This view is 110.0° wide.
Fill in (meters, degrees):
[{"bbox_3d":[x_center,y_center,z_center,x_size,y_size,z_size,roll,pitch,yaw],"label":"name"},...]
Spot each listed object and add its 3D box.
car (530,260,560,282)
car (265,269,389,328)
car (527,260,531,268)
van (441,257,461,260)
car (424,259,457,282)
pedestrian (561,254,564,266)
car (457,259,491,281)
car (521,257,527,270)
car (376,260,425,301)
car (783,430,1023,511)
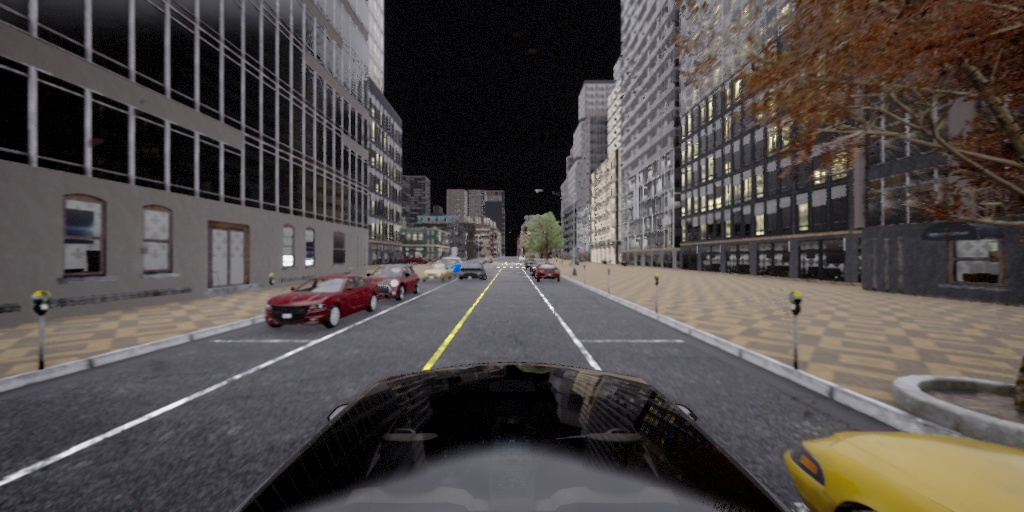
[{"bbox_3d":[2.681,1.219,27.937,1.888,1.381,4.507,0,0,0],"label":"car"},{"bbox_3d":[-5.693,1.267,11.316,1.888,1.381,4.507,0,0,0],"label":"car"},{"bbox_3d":[2.679,1.097,33.476,1.967,1.591,4.097,0,0,0],"label":"car"},{"bbox_3d":[-5.701,0.998,33.473,1.690,1.789,3.998,0,0,0],"label":"van"},{"bbox_3d":[-5.699,1.199,27.763,1.751,1.417,4.829,0,0,0],"label":"car"},{"bbox_3d":[8.115,0.632,57.665,0.375,1.860,0.375,0,0,0],"label":"pedestrian"},{"bbox_3d":[-3.111,1.217,29.081,2.033,1.411,5.357,0,0,0],"label":"car"},{"bbox_3d":[2.673,1.175,50.094,1.948,1.339,4.313,0,0,0],"label":"car"},{"bbox_3d":[-5.695,1.145,16.855,1.967,1.591,4.097,0,0,0],"label":"car"},{"bbox_3d":[2.691,1.280,0.410,1.751,1.417,4.829,0,0,0],"label":"car"}]
